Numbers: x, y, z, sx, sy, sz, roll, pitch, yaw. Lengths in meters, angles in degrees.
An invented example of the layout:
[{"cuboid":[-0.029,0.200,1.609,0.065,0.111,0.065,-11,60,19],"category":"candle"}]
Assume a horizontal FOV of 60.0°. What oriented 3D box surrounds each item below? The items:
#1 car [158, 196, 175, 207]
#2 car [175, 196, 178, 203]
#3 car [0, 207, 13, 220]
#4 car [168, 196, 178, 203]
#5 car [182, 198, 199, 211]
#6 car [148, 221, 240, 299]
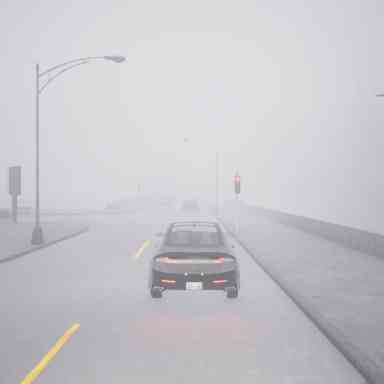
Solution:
[{"cuboid":[-4.118,1.547,50.860,2.033,1.411,5.357,0,0,0],"category":"car"},{"cuboid":[-4.094,1.601,60.526,1.895,1.301,4.718,0,0,0],"category":"car"},{"cuboid":[-16.587,1.526,26.634,4.674,1.442,1.812,0,0,0],"category":"car"},{"cuboid":[-4.029,1.552,70.343,1.994,1.385,4.181,0,0,0],"category":"car"},{"cuboid":[-0.158,1.491,41.118,2.128,1.511,4.902,0,0,3],"category":"car"},{"cuboid":[0.059,1.492,8.469,2.128,1.511,4.902,0,0,0],"category":"car"}]
